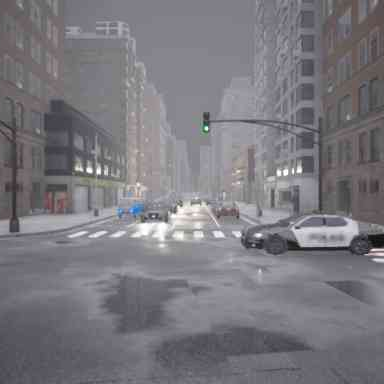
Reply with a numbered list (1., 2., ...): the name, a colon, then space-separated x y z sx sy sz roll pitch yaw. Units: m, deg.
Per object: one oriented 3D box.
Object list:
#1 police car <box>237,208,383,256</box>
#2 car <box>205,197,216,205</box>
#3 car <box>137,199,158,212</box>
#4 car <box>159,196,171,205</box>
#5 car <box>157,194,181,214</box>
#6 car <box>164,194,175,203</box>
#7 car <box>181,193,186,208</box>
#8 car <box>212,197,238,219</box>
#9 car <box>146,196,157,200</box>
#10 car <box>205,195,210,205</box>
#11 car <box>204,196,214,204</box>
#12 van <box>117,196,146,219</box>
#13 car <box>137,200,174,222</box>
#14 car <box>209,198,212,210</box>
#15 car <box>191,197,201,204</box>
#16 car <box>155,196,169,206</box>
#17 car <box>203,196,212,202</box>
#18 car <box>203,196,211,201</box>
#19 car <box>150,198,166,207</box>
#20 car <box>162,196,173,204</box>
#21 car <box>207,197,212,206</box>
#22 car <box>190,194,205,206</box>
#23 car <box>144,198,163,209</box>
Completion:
1. police car: 4.439 1.512 12.621 4.974 1.542 2.038 0 0 0
2. car: 3.456 1.641 62.625 1.947 1.339 4.313 0 0 1
3. car: -5.341 1.619 40.623 1.947 1.339 4.313 0 0 1
4. car: -5.070 1.524 62.716 1.967 1.590 4.097 0 0 1
5. car: -2.628 1.396 36.086 2.097 1.767 4.553 0 0 1
6. car: -4.934 1.415 73.763 2.192 1.841 5.009 0 0 1
7. car: -2.454 1.281 49.019 2.150 2.045 5.566 0 0 1
8. car: 3.048 1.468 29.477 1.967 1.590 4.097 0 0 1
9. car: -5.410 1.360 35.100 2.192 1.841 5.009 0 0 1
10. car: 3.387 1.633 57.101 1.947 1.339 4.313 0 0 1
11. car: 3.523 1.627 68.150 1.887 1.381 4.507 0 0 1
12. van: -5.478 1.379 29.577 1.690 1.788 3.998 0 0 1
13. car: -2.754 1.594 26.052 1.994 1.385 4.181 0 0 1
14. car: 3.116 1.602 35.002 1.947 1.339 4.313 0 0 1
15. car: 0.833 1.647 66.272 1.994 1.385 4.181 0 0 1
16. car: -5.138 1.516 57.193 1.967 1.590 4.097 0 0 1
17. car: 3.660 1.680 79.199 1.802 1.307 4.206 0 0 1
18. car: 3.727 1.650 84.724 1.887 1.381 4.507 0 0 1
19. car: -5.206 1.619 51.670 2.008 1.369 4.403 0 0 1
20. car: -5.004 1.617 68.069 1.752 1.417 4.829 0 0 1
21. car: 3.184 1.626 40.526 1.802 1.307 4.206 0 0 1
22. car: 0.705 1.560 55.854 2.128 1.511 4.902 0 0 1
23. car: -5.274 1.611 46.147 2.008 1.369 4.403 0 0 1
